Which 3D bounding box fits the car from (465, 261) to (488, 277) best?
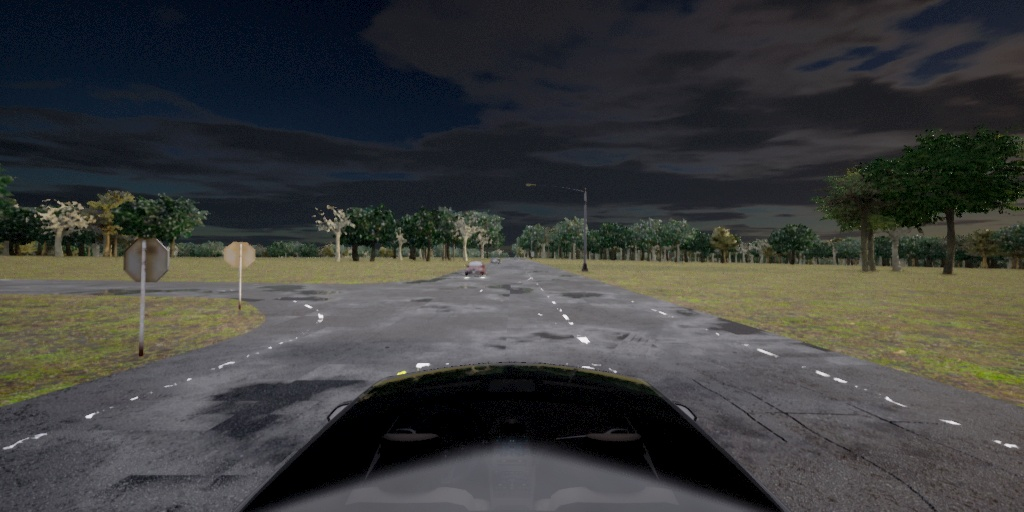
[{"bbox_3d":[-3.517,1.208,35.347,1.812,1.442,4.674,0,0,0],"label":"car"}]
